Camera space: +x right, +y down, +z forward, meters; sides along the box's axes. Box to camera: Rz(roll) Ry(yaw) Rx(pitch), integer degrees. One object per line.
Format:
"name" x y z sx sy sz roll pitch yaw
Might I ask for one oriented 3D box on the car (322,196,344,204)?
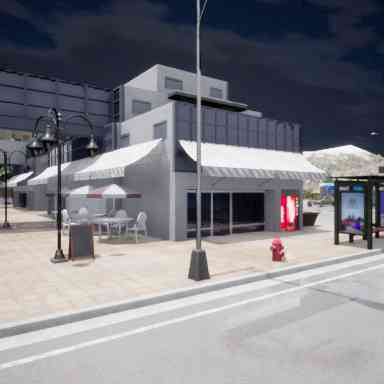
"car" 28.470 1.490 66.923 4.514 1.523 2.007 0 0 -36

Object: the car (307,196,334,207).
"car" 19.184 1.345 48.811 5.027 1.636 2.152 0 0 -36
